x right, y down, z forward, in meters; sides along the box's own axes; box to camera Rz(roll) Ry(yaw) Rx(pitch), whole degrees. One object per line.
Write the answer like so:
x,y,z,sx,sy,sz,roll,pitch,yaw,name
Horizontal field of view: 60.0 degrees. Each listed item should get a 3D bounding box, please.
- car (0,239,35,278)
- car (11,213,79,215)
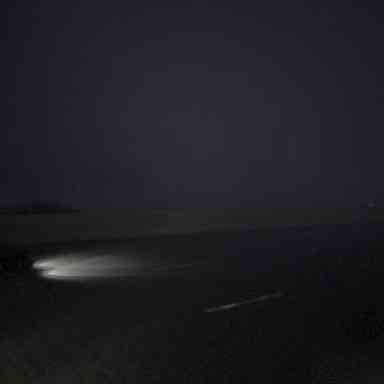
-6.641,1.453,7.625,5.357,1.411,2.033,1,0,-36,car
-8.959,1.340,18.991,5.008,1.535,1.882,1,0,-34,car
